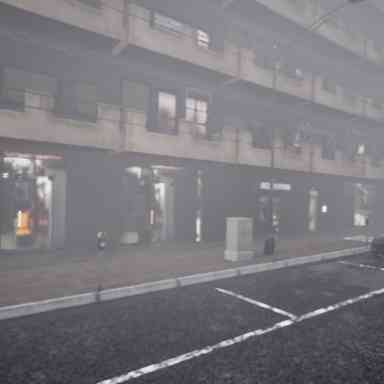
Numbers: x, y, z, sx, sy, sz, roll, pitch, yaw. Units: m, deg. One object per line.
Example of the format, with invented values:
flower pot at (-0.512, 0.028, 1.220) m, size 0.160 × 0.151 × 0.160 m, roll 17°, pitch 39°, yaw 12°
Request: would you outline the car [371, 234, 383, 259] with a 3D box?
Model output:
car at (8.193, 1.698, 11.929) m, size 4.313 × 1.339 × 1.947 m, roll 1°, pitch 1°, yaw -35°
